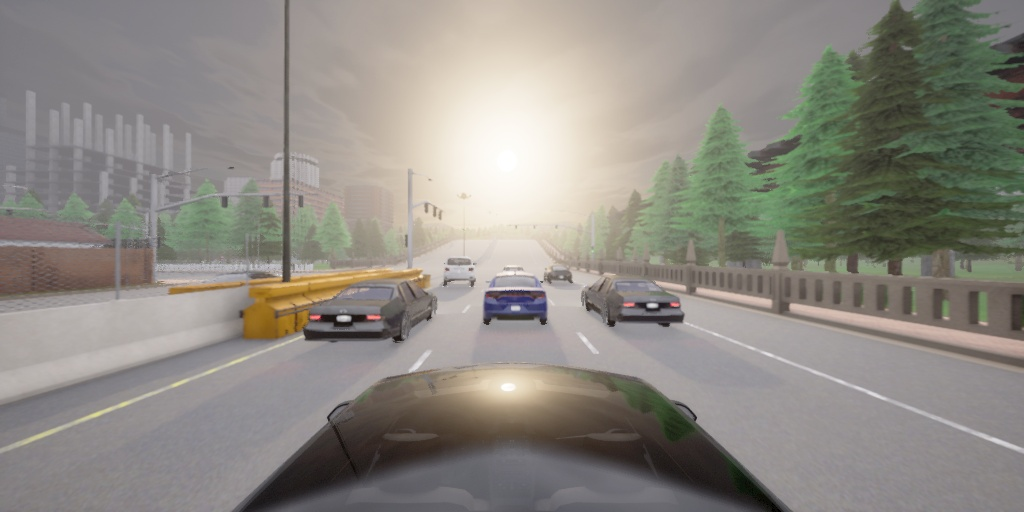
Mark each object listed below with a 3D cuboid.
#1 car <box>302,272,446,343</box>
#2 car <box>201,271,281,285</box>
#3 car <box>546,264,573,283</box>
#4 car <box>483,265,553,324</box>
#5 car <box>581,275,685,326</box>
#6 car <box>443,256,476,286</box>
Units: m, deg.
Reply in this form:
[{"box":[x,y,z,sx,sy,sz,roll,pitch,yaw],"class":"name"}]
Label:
[{"box":[-3.401,1.323,9.766,2.033,1.411,5.357,0,0,0],"class":"car"},{"box":[-10.582,1.315,13.941,1.812,1.442,4.674,0,0,0],"class":"car"},{"box":[3.598,1.361,28.397,1.812,1.442,4.674,0,0,0],"class":"car"},{"box":[0.099,1.261,12.176,1.882,1.535,5.008,0,0,0],"class":"car"},{"box":[3.600,1.330,11.703,2.033,1.411,5.357,0,0,0],"class":"car"},{"box":[-3.841,1.051,26.253,2.150,2.045,5.566,0,0,-7],"class":"car"}]
